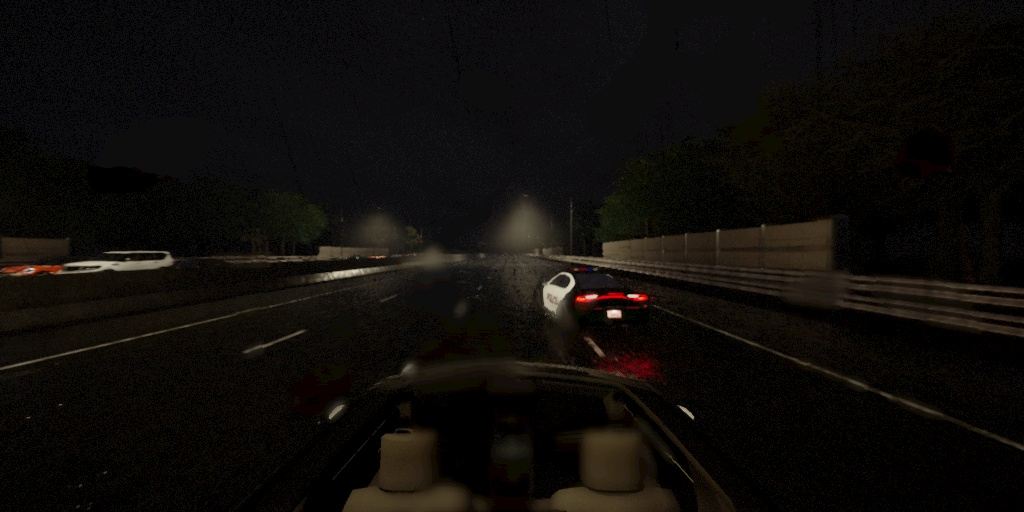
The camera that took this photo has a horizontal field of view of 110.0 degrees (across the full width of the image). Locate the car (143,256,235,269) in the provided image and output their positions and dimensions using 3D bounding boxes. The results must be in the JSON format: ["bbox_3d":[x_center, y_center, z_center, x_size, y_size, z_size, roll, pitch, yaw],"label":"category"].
[{"bbox_3d":[-21.078,0.916,24.045,1.882,1.535,5.008,0,0,0],"label":"car"}]

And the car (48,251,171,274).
[{"bbox_3d":[-24.559,0.679,22.714,2.150,2.045,5.566,0,0,0],"label":"car"}]

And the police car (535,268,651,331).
[{"bbox_3d":[2.023,1.141,10.702,2.038,1.542,4.974,0,1,-8],"label":"police car"}]

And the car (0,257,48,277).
[{"bbox_3d":[-28.071,0.813,22.143,2.097,1.767,4.553,0,1,0],"label":"car"}]
